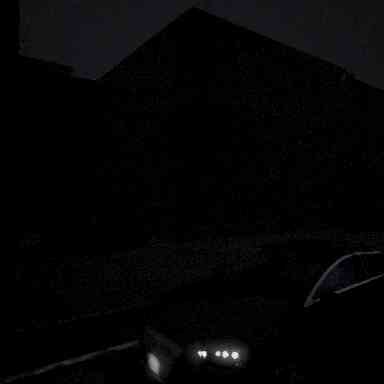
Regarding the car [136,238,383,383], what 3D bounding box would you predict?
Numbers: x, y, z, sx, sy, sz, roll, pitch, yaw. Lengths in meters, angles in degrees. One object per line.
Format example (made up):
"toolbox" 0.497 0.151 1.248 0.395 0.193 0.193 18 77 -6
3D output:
"car" 1.612 1.499 4.837 4.902 1.511 2.128 0 0 -35
